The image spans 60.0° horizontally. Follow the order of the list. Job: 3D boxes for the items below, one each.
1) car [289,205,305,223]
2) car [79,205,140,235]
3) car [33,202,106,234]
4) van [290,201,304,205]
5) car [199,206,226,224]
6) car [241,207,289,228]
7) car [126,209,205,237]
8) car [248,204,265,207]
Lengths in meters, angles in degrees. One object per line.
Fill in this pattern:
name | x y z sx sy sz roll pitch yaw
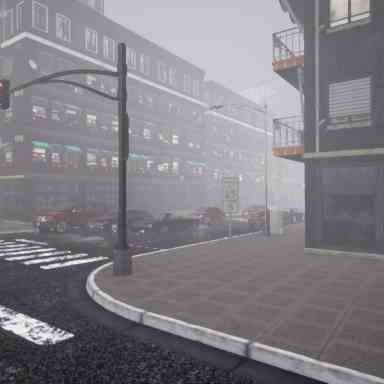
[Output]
car | 9.096 2.120 30.780 2.008 1.369 4.403 -2 -2 35
car | -4.498 1.814 21.461 1.837 1.490 4.892 0 -1 35
car | -7.585 1.603 21.603 2.192 1.841 5.009 -1 -2 35
van | 18.602 2.463 58.776 1.690 1.788 3.998 -2 -2 35
car | 1.360 2.019 29.763 1.812 1.442 4.674 0 -1 35
car | 5.822 2.048 26.132 1.802 1.307 4.206 -2 -2 35
car | -1.458 1.909 20.106 1.895 1.301 4.718 0 -1 34
car | 7.338 2.189 38.237 1.837 1.490 4.892 0 -1 36
